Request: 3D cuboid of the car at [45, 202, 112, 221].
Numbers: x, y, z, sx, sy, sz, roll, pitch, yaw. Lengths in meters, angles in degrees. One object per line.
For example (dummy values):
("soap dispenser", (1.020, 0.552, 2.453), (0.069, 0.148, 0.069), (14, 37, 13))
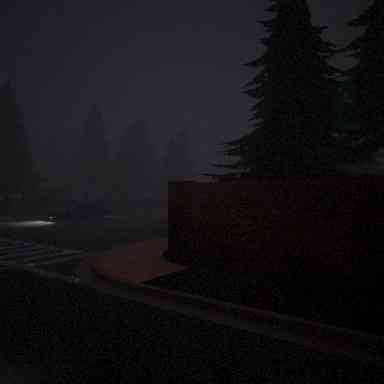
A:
("car", (-9.134, 1.547, 27.336), (2.033, 1.411, 5.357), (0, 0, 35))
